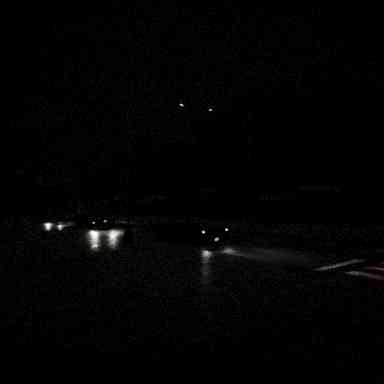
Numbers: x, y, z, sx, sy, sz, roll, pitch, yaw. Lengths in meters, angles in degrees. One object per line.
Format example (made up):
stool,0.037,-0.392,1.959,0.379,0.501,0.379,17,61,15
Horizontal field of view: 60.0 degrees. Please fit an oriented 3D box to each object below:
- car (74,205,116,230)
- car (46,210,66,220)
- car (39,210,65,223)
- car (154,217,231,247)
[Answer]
car,-8.748,2.188,29.625,2.150,2.045,5.566,0,-3,-36
car,-21.533,3.596,52.483,1.994,1.385,4.181,0,-2,-36
car,-18.613,3.289,43.532,1.895,1.301,4.718,0,-2,-36
car,-0.121,2.016,17.612,1.895,1.301,4.718,0,-2,-36
